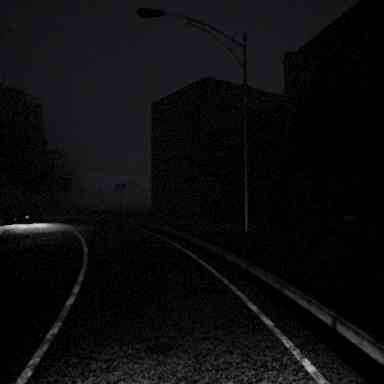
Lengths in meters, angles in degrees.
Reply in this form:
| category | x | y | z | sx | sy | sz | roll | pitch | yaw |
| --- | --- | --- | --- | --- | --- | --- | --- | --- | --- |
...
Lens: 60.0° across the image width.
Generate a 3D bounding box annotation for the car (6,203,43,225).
| category | x | y | z | sx | sy | sz | roll | pitch | yaw |
| --- | --- | --- | --- | --- | --- | --- | --- | --- | --- |
| car | -11.873 | 1.466 | 23.413 | 1.994 | 1.385 | 4.181 | 0 | -1 | -34 |
